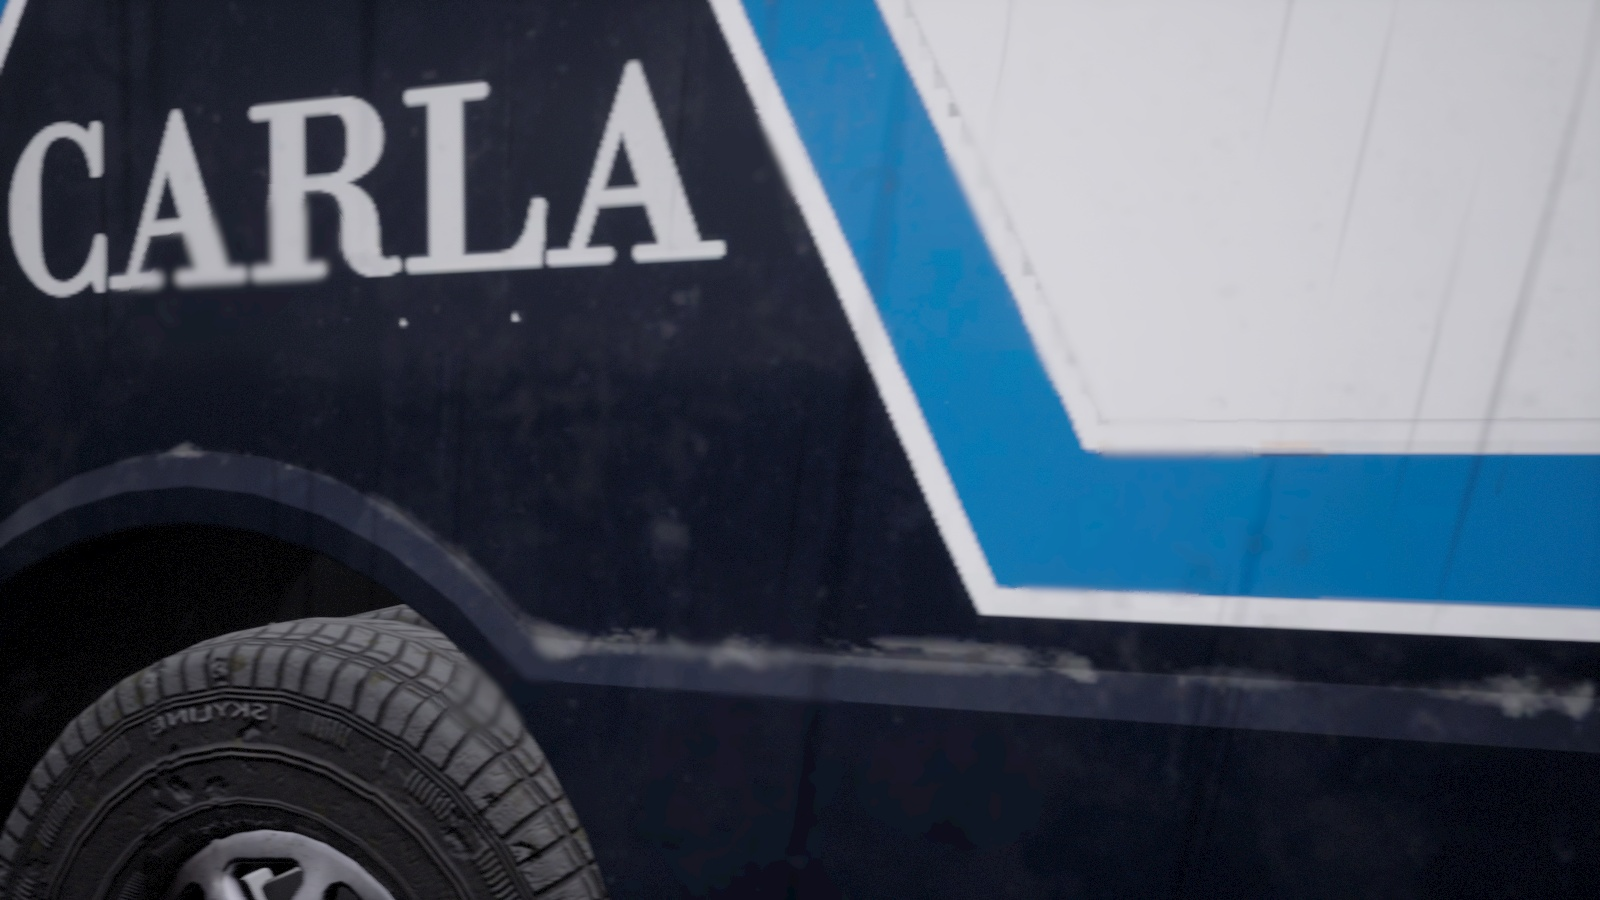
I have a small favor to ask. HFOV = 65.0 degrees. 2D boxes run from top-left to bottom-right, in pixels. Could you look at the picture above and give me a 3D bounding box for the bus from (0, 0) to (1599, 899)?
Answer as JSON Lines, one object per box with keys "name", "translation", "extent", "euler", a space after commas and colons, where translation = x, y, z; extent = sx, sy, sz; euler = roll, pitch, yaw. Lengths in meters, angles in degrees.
{"name": "bus", "translation": [-2.904, -0.627, 4.150], "extent": [10.273, 4.253, 3.944], "euler": [1, 1, 19]}
